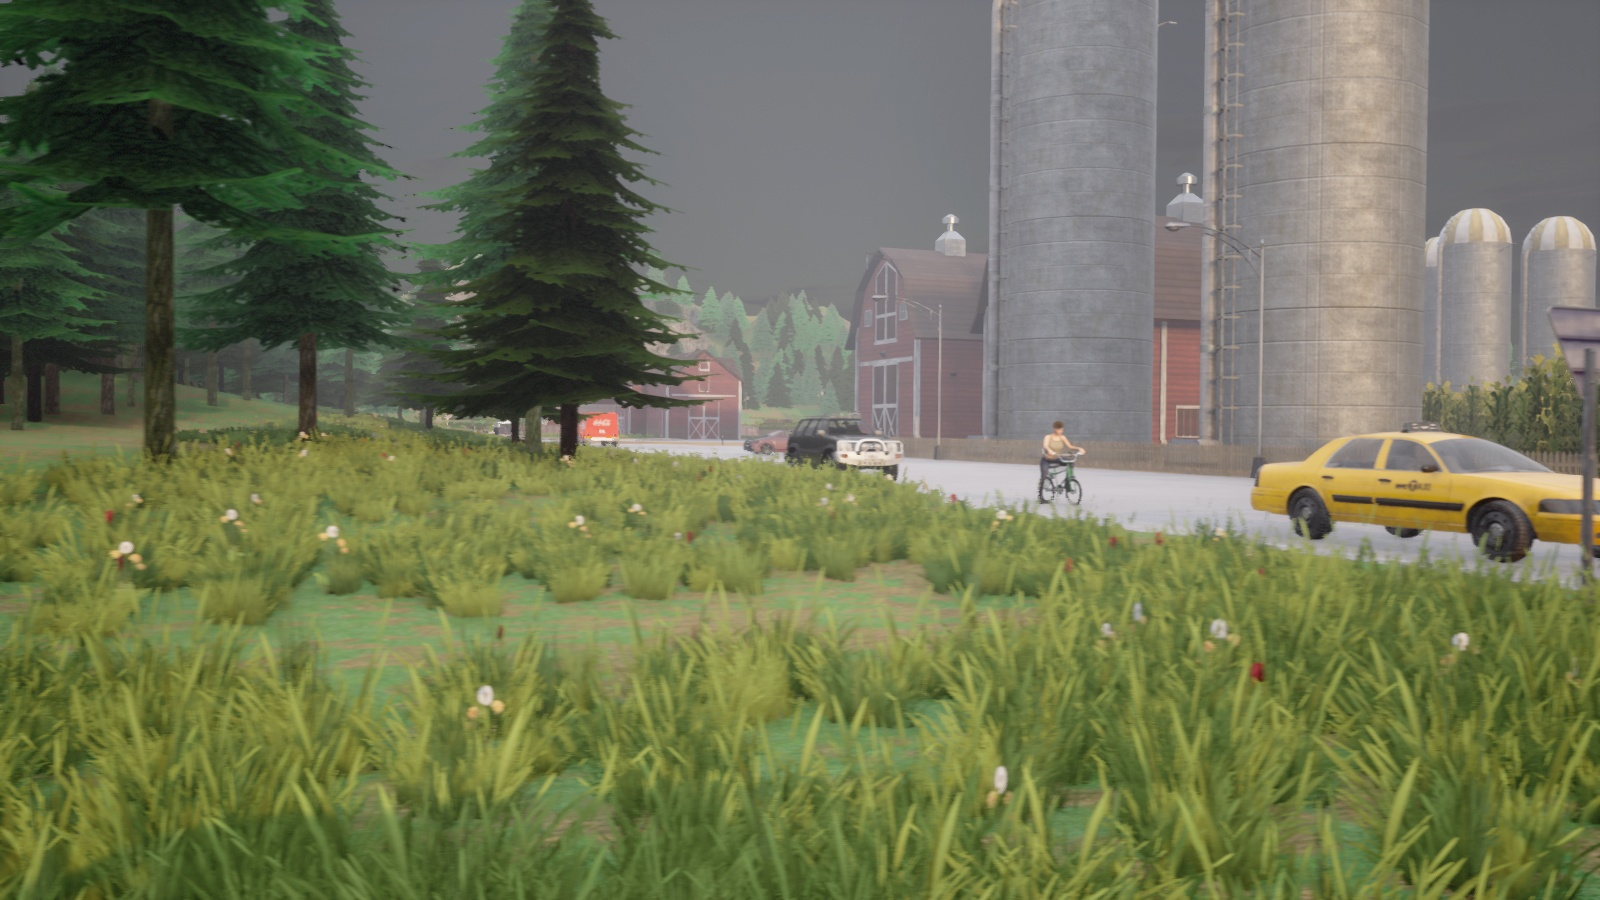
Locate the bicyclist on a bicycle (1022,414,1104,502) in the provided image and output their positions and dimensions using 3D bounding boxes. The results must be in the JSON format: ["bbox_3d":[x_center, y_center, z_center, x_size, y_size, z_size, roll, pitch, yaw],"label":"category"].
[{"bbox_3d":[5.002,0.139,23.967,0.866,1.612,1.509,-1,1,-20],"label":"bicyclist on a bicycle"}]

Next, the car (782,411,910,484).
[{"bbox_3d":[1.173,-0.111,34.644,1.932,1.855,4.605,-1,1,-20],"label":"car"}]

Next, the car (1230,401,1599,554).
[{"bbox_3d":[7.935,0.242,15.808,1.801,1.575,5.366,-1,1,-20],"label":"car"}]

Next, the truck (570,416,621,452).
[{"bbox_3d":[-14.460,-1.119,88.539,2.627,2.467,5.204,-1,1,-20],"label":"truck"}]
